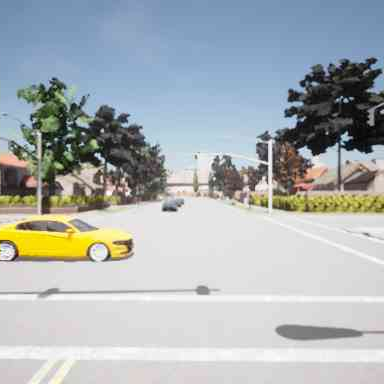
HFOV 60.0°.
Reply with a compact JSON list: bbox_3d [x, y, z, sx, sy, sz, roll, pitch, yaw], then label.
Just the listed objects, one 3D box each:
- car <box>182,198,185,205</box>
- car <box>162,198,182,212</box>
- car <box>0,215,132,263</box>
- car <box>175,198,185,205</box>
[{"bbox_3d":[-2.692,1.847,55.346,2.033,1.411,5.357,0,0,1],"label":"car"},{"bbox_3d":[-2.804,1.781,42.904,2.033,1.411,5.357,0,0,1],"label":"car"},{"bbox_3d":[-4.620,1.591,11.755,5.008,1.535,1.882,1,0,1],"label":"car"},{"bbox_3d":[-2.489,1.921,70.070,2.033,1.411,5.357,0,0,0],"label":"car"}]
